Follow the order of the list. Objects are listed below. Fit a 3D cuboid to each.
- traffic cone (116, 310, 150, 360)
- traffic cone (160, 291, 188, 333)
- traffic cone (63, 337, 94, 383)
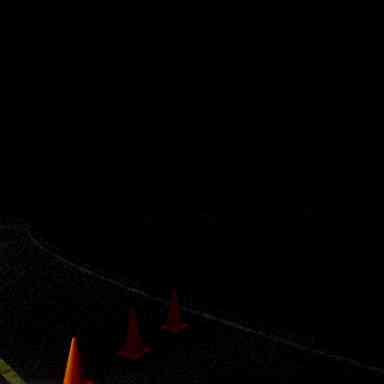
[{"bbox_3d":[-0.812,1.938,4.626,0.340,0.580,0.340,1,1,31],"label":"traffic cone"},{"bbox_3d":[-0.293,1.932,5.477,0.340,0.580,0.340,1,1,31],"label":"traffic cone"},{"bbox_3d":[-1.331,1.945,3.775,0.340,0.580,0.340,1,1,31],"label":"traffic cone"}]
